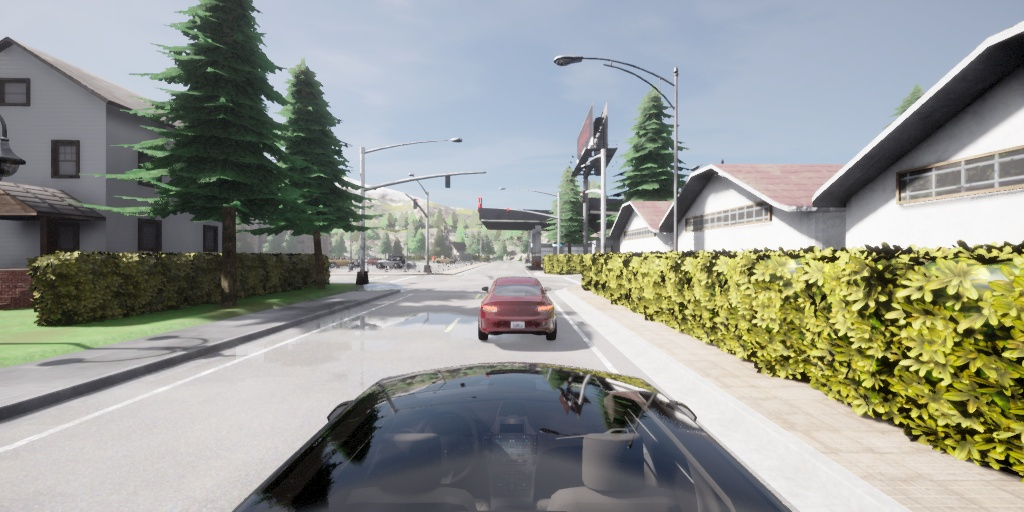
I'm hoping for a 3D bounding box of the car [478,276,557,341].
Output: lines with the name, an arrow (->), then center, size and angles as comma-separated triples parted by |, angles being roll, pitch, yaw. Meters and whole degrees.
car -> 0.127, 1.276, 9.791 | 1.812, 1.442, 4.674 | 0, 0, 0
